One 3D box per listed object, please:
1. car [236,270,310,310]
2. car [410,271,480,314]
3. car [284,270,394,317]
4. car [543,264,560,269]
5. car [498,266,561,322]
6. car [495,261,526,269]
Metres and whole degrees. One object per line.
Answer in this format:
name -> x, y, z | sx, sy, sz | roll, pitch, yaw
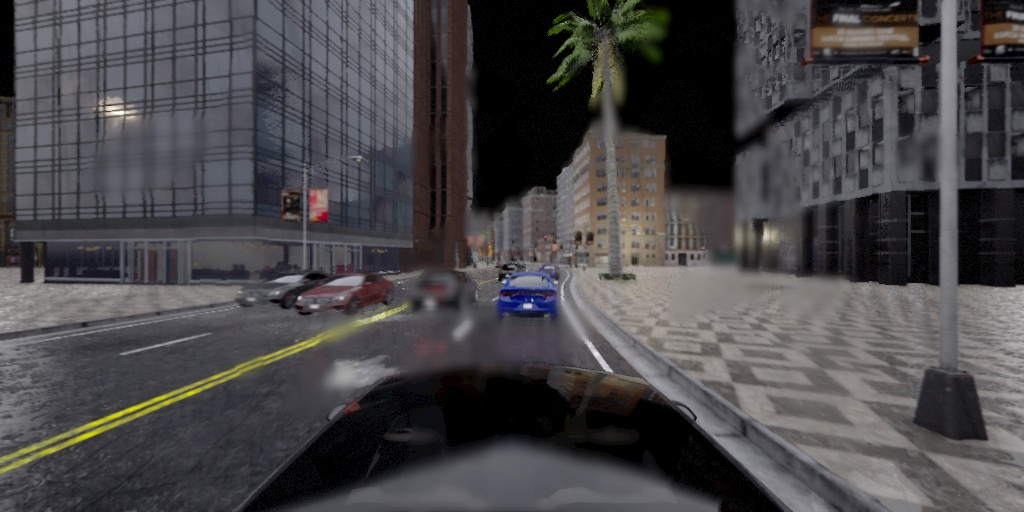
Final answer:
car -> -9.170, 1.344, 15.239 | 1.812, 1.442, 4.674 | 0, 0, 5
car -> -2.509, 1.334, 14.259 | 1.837, 1.490, 4.892 | 0, 0, 5
car -> -6.047, 1.342, 13.629 | 1.812, 1.442, 4.674 | 0, 0, 5
car -> 3.460, 1.499, 33.300 | 1.812, 1.442, 4.674 | 0, 0, 10
car -> 0.637, 1.304, 12.807 | 1.882, 1.535, 5.008 | 0, 0, 4
car -> 0.053, 1.463, 32.656 | 1.837, 1.490, 4.892 | 0, 0, 10
